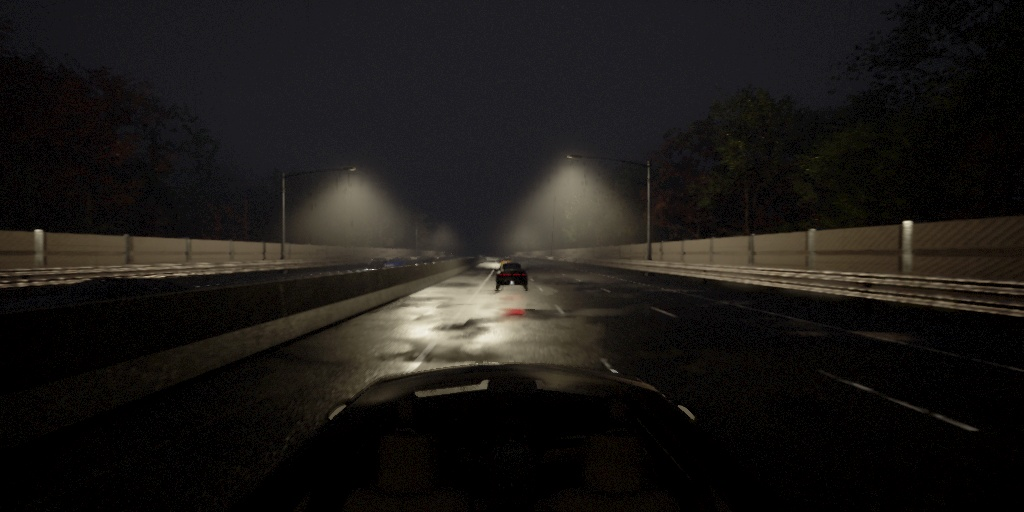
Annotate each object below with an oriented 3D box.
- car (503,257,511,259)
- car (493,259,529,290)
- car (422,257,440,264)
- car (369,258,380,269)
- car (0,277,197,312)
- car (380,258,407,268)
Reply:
[{"bbox_3d":[-0.732,0.890,53.385,1.801,1.575,5.366,0,0,-1],"label":"car"},{"bbox_3d":[-0.026,1.135,21.399,1.837,1.490,4.892,0,0,-1],"label":"car"},{"bbox_3d":[-11.228,0.967,49.974,1.837,1.490,4.892,0,0,-1],"label":"car"},{"bbox_3d":[-18.227,1.031,49.796,1.994,1.385,4.181,0,0,-1],"label":"car"},{"bbox_3d":[-10.622,1.277,9.479,1.994,1.385,4.181,0,0,0],"label":"car"},{"bbox_3d":[-14.605,1.020,45.146,1.812,1.442,4.674,0,0,-1],"label":"car"}]
